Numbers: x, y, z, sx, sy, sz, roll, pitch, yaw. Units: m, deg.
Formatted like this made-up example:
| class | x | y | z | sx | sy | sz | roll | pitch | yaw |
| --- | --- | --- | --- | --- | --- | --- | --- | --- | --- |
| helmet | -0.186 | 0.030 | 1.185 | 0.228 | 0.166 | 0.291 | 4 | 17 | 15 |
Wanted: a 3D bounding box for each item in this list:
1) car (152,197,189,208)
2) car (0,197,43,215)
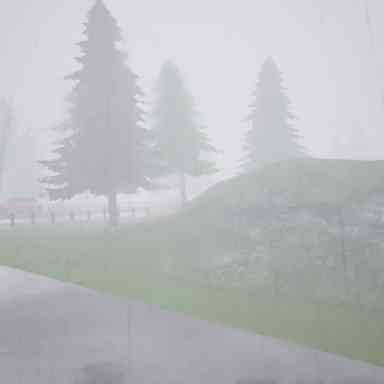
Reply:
| class | x | y | z | sx | sy | sz | roll | pitch | yaw |
| --- | --- | --- | --- | --- | --- | --- | --- | --- | --- |
| car | -2.596 | 1.383 | 41.432 | 4.902 | 1.511 | 2.128 | 0 | 0 | -36 |
| car | -15.766 | 1.224 | 29.332 | 2.097 | 1.767 | 4.553 | 0 | 0 | 43 |
